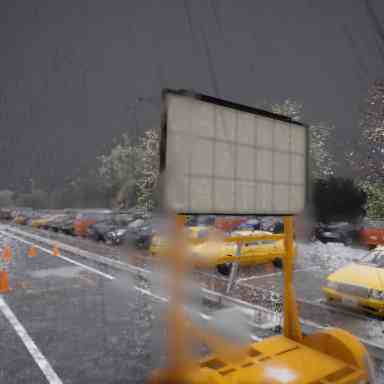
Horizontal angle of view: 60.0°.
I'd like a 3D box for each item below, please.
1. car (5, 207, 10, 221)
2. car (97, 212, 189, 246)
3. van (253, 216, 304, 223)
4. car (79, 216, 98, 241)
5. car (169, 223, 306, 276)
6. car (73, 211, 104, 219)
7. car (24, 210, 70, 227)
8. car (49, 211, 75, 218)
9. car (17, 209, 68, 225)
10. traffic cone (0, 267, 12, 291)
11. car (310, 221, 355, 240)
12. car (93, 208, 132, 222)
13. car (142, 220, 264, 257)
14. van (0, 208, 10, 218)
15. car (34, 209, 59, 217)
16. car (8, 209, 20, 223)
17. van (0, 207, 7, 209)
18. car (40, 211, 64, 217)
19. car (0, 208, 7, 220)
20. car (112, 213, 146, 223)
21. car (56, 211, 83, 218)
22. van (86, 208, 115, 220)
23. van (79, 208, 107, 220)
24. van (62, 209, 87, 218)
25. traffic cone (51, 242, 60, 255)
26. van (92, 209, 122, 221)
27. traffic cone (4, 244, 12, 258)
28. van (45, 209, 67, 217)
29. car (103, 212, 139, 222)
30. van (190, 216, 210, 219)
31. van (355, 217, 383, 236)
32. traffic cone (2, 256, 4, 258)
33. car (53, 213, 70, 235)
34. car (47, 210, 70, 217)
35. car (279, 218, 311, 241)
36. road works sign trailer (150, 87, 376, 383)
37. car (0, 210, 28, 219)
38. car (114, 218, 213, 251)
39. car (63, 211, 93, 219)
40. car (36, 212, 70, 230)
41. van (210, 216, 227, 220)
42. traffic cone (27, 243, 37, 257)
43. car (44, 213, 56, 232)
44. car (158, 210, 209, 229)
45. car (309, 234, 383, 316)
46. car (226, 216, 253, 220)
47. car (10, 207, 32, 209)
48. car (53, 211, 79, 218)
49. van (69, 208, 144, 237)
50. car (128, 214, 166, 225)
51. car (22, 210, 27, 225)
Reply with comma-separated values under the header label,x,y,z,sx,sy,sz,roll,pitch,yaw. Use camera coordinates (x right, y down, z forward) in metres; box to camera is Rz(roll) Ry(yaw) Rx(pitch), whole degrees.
label,x,y,z,sx,sy,sz,roll,pitch,yaw
car,-21.511,3.166,43.919,4.553,1.767,2.185,3,-4,-37
car,-2.843,2.287,19.770,4.553,1.767,2.185,3,-4,-37
van,7.460,2.788,27.583,4.442,1.987,1.878,3,-4,-38
car,-4.539,2.519,21.957,4.792,1.488,2.163,3,-4,-37
car,1.981,2.197,13.135,5.366,1.575,1.946,3,-3,-37
car,-19.477,4.326,62.744,5.008,1.535,2.097,3,-5,-37
car,-13.172,2.879,32.824,5.366,1.575,1.946,3,-4,-37
car,-29.700,5.079,75.987,5.008,1.535,2.097,3,-5,-37
car,-16.416,3.052,37.330,4.892,1.521,2.231,3,-4,-37
traffic cone,-4.994,2.301,8.850,0.340,0.580,0.340,3,-4,-38
car,10.850,2.911,23.383,4.792,1.488,2.163,3,-3,-37
car,-12.830,3.730,54.076,5.566,2.045,2.435,3,-4,-37
car,0.658,2.274,15.463,5.366,1.575,1.946,3,-3,-37
van,-40.006,4.253,68.173,4.442,1.987,1.878,3,-5,-37
car,-38.041,5.456,86.879,5.566,2.045,2.435,3,-5,-37
car,-18.250,3.120,39.421,5.366,1.575,1.946,3,-4,-37
van,-26.655,3.303,50.469,4.442,1.987,1.878,3,-4,-37
car,-34.694,5.449,82.462,4.892,1.521,2.231,3,-5,-37
car,-23.186,3.373,46.127,5.008,1.535,2.097,3,-4,-37
car,-9.361,3.858,49.589,4.674,1.452,2.002,3,-4,-37
car,-26.244,4.826,71.503,4.892,1.521,2.231,3,-5,-37
van,-16.018,3.919,58.452,4.442,1.987,1.878,3,-4,-37
van,-17.973,3.993,60.610,4.442,1.987,1.878,3,-4,-37
van,-24.455,4.480,69.401,4.442,1.987,1.878,3,-5,-37
traffic cone,-6.318,2.600,15.416,0.340,0.580,0.340,3,-4,-37
van,-14.405,3.843,56.357,4.442,1.987,1.878,3,-4,-37
traffic cone,-7.891,2.506,14.194,0.340,0.580,0.340,3,-4,-38
van,-32.904,5.104,80.360,4.442,1.987,1.878,3,-5,-37
car,-11.052,3.898,51.784,5.008,1.535,2.097,3,-4,-37
van,2.377,3.026,34.173,4.442,1.987,1.878,3,-4,-37
van,12.615,2.598,21.252,4.442,1.987,1.878,3,-3,-37
traffic cone,-6.222,2.353,10.428,0.340,0.580,0.340,3,-4,-38
car,-7.971,2.678,26.320,4.792,1.488,2.163,3,-4,-37
car,-31.333,5.072,78.072,4.553,1.767,2.185,3,-5,-37
car,9.242,2.976,25.474,4.792,1.488,2.163,3,-4,-37
road works sign trailer,0.500,0.698,4.230,2.380,3.560,2.880,3,-3,-35
car,-29.914,3.754,54.920,4.792,1.488,2.163,3,-4,-37
car,-1.181,2.337,17.539,4.892,1.521,2.231,3,-3,-37
car,-23.006,4.564,67.011,5.366,1.575,1.946,3,-5,-37
car,-11.356,2.838,30.718,4.792,1.488,2.163,3,-4,-37
van,4.251,2.957,32.121,4.442,1.987,1.878,3,-4,-37
traffic cone,-7.103,2.553,14.806,0.340,0.580,0.340,3,-4,-38
car,-9.664,2.758,28.519,4.792,1.488,2.163,3,-4,-37
car,-0.930,3.165,38.617,5.566,2.045,2.435,3,-4,-37
car,5.439,2.080,8.639,5.366,1.575,1.946,3,-3,-37
car,5.847,3.097,29.848,5.008,1.535,2.097,3,-4,-37
car,-19.819,3.085,41.720,4.553,1.767,2.185,3,-4,-37
car,-27.933,4.949,73.696,5.008,1.535,2.097,3,-5,-37
van,-6.158,2.349,24.223,4.442,1.987,1.878,3,-4,-37
car,-6.055,3.702,45.303,4.674,1.452,2.002,3,-4,-37
car,-14.713,2.972,35.139,4.892,1.521,2.231,3,-4,-37
